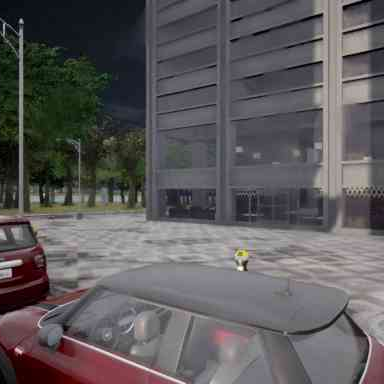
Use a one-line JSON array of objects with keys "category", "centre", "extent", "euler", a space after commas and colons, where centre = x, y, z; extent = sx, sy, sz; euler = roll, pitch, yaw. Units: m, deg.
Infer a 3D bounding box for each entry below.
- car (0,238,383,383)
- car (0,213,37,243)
[{"category": "car", "centre": [-0.351, 1.440, 3.212], "extent": [4.097, 1.590, 1.967], "euler": [0, 0, 35]}, {"category": "car", "centre": [-4.780, 1.315, 6.367], "extent": [5.009, 1.841, 2.192], "euler": [0, 0, 35]}]
